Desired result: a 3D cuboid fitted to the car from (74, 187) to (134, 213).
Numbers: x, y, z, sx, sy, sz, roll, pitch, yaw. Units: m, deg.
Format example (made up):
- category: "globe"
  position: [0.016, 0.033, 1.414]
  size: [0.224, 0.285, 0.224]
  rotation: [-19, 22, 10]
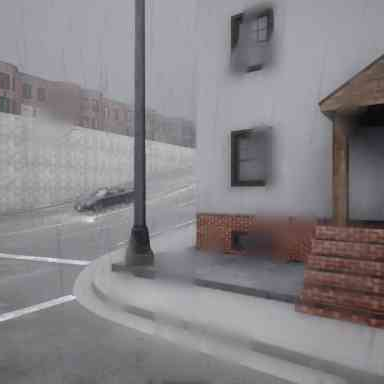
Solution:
- category: "car"
  position: [-6.043, 0.425, 23.451]
  size: [1.812, 1.442, 4.674]
  rotation: [0, 9, 35]
